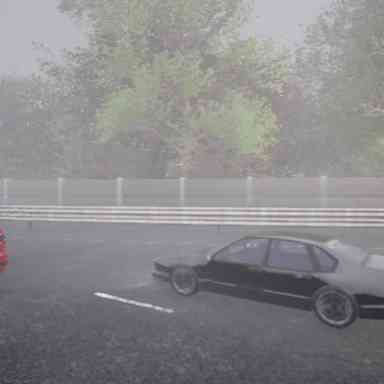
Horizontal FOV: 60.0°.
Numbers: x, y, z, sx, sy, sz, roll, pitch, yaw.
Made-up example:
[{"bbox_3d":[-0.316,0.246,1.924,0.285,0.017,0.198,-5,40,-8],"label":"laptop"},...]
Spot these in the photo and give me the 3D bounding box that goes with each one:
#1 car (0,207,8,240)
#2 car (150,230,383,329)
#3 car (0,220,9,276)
[{"bbox_3d":[-11.259,1.485,15.915,4.892,1.490,1.837,0,0,27],"label":"car"},{"bbox_3d":[1.682,1.524,6.874,5.357,1.411,2.033,0,0,33],"label":"car"},{"bbox_3d":[-6.817,1.214,8.030,5.566,2.045,2.150,0,0,30],"label":"car"}]
